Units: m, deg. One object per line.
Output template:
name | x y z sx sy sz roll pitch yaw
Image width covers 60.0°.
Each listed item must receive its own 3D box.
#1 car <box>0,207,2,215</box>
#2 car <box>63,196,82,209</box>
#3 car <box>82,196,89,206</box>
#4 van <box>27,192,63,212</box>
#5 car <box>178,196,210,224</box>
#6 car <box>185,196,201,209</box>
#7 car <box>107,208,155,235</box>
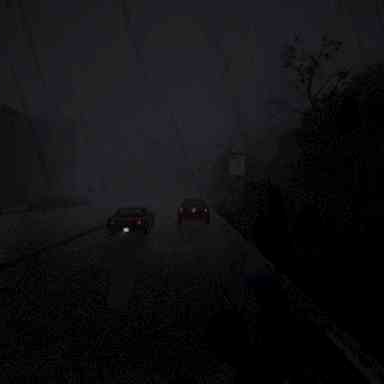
car | -15.512 1.351 23.764 2.002 1.452 4.674 0 0 0
car | -15.544 1.242 40.307 2.163 1.488 4.792 0 0 0
car | -15.572 1.220 45.803 2.002 1.452 4.674 -2 0 0
van | -15.532 1.020 34.694 1.878 1.987 4.442 0 0 0
car | 0.113 1.205 23.466 2.097 1.767 4.553 0 0 0
car | 0.123 1.250 41.351 1.837 1.490 4.892 0 1 0
car | -3.139 1.489 18.085 1.895 1.301 4.718 0 0 0
